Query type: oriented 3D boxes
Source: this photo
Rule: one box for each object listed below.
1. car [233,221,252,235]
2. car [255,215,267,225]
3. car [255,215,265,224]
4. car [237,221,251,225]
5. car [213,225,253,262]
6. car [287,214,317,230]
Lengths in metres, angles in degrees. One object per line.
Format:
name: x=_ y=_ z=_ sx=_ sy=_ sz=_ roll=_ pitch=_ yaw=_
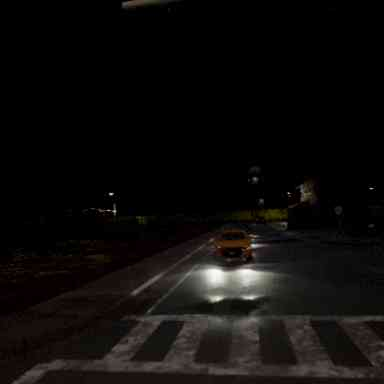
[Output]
car: x=6.520 y=4.521 z=42.600 sx=2.128 sy=1.511 sz=4.902 roll=-4 pitch=-5 yaw=10
car: x=15.424 y=6.525 z=73.507 sx=1.882 sy=1.535 sz=5.008 roll=-3 pitch=-5 yaw=9
car: x=17.163 y=6.884 z=83.773 sx=2.150 sy=2.045 sz=5.566 roll=-3 pitch=-5 yaw=9
car: x=4.186 y=3.633 z=29.197 sx=1.812 sy=1.442 sz=4.674 roll=-3 pitch=-4 yaw=9
car: x=2.300 y=2.811 z=18.230 sx=1.882 sy=1.535 sz=5.008 roll=-4 pitch=-5 yaw=10
car: x=14.657 y=3.964 z=44.556 sx=1.905 sy=1.878 sz=3.866 roll=-7 pitch=-3 yaw=-33
